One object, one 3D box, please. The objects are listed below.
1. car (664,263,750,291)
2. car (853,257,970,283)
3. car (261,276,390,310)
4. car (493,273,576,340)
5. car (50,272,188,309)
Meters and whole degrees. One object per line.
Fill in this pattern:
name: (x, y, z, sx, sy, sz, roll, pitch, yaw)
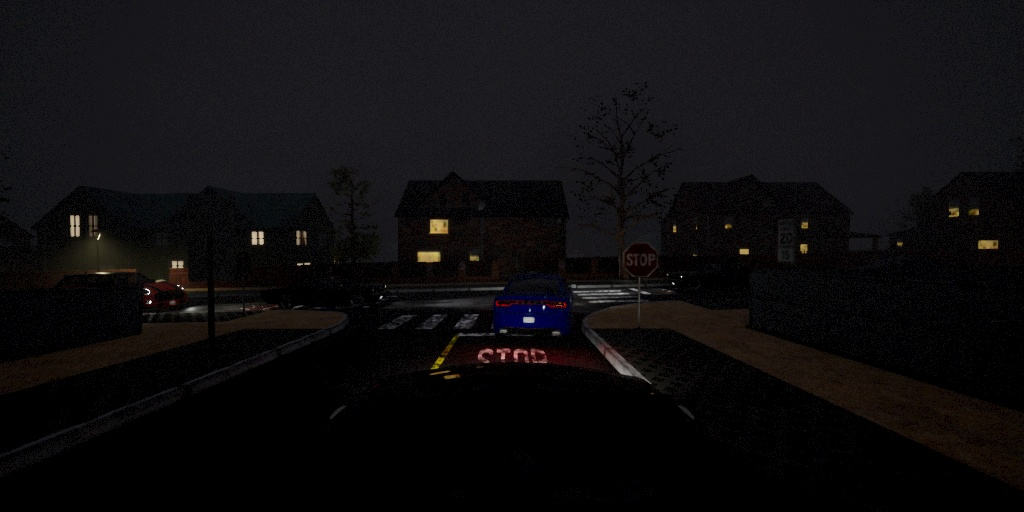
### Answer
car: (10.406, 1.034, 18.303, 4.718, 1.301, 1.895, -1, 1, -1)
car: (20.051, 0.753, 18.342, 5.357, 1.411, 2.033, -1, 1, 0)
car: (-7.815, 1.506, 15.371, 4.718, 1.301, 1.895, -1, 1, 0)
car: (0.784, 1.226, 10.165, 1.882, 1.535, 5.008, 0, 0, 10)
car: (-16.803, 1.472, 15.360, 4.553, 1.767, 2.097, -1, 1, 0)
